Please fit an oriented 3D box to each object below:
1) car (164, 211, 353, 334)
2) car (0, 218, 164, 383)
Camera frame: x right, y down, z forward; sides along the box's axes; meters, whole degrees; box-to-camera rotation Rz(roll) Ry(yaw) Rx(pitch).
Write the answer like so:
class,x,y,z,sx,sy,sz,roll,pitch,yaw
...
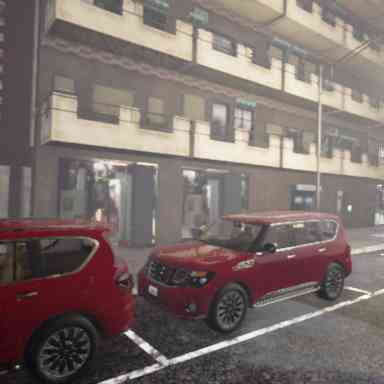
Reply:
class,x,y,z,sx,sy,sz,roll,pitch,yaw
car,1.403,1.371,7.067,5.009,1.841,2.192,1,1,-35
car,-3.100,1.311,3.859,5.009,1.841,2.192,1,1,-35
